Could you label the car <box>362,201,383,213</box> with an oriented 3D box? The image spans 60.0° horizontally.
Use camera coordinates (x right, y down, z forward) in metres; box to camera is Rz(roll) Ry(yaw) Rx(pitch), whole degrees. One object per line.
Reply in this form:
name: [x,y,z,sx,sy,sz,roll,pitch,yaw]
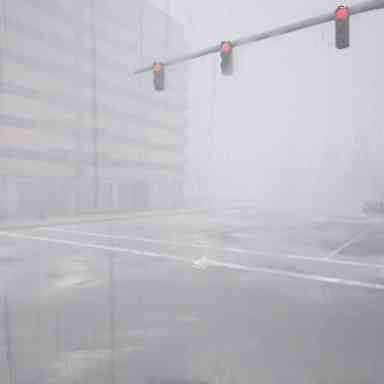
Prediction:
car: [19.833,1.598,36.027,1.895,1.301,4.718,0,0,36]
